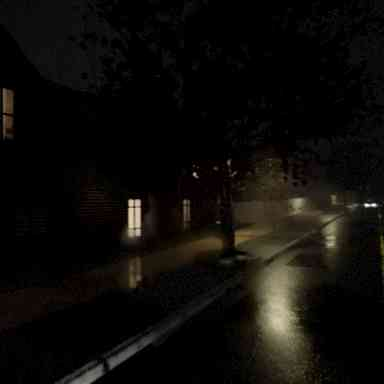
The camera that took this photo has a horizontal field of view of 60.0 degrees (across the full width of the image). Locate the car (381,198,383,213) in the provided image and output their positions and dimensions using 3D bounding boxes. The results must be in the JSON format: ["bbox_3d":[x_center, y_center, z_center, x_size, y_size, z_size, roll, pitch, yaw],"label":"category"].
[{"bbox_3d":[21.372,1.151,35.186,2.150,2.045,5.566,-2,-1,30],"label":"car"}]

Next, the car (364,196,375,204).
[{"bbox_3d":[34.249,1.484,64.055,2.128,1.511,4.902,-2,-1,29],"label":"car"}]
